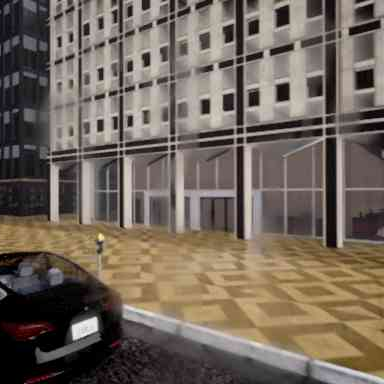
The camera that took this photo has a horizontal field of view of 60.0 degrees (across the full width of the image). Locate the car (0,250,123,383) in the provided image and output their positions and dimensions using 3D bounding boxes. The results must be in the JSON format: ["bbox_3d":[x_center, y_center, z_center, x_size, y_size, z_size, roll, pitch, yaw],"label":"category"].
[{"bbox_3d":[-2.890,1.559,4.936,4.313,1.339,1.947,0,0,35],"label":"car"}]
